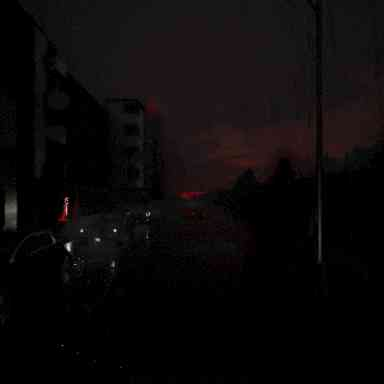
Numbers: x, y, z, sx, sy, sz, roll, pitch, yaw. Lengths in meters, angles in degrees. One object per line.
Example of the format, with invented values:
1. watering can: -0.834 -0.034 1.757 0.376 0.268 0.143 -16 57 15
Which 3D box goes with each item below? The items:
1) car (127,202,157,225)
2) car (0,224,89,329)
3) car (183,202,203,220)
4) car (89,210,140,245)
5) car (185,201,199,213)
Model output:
1. car: -4.048 1.654 26.728 2.097 1.767 4.553 0 -1 0
2. car: -4.097 1.573 7.089 2.128 1.511 4.902 0 -1 0
3. car: 0.106 1.847 32.754 1.882 1.535 5.008 0 -1 0
4. car: -4.088 1.790 16.679 1.895 1.301 4.718 0 -1 0
5. car: 0.039 2.036 45.399 1.812 1.442 4.674 0 0 0
